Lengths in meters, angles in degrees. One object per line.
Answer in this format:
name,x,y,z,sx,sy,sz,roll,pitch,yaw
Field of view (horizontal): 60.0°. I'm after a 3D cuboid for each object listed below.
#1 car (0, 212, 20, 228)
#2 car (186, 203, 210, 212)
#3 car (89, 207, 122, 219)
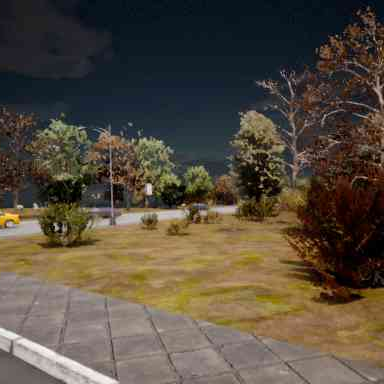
car,-17.073,2.369,27.674,1.882,1.535,5.008,-3,-2,33
car,1.102,2.607,56.269,2.033,1.411,5.357,-3,-2,32
car,-10.435,2.468,37.982,2.033,1.411,5.357,-3,-2,32
